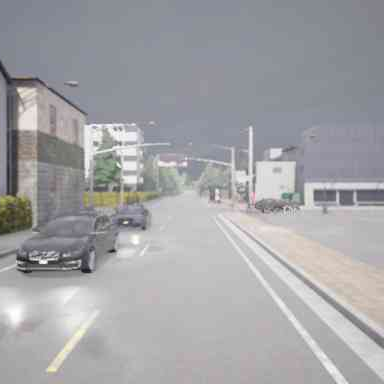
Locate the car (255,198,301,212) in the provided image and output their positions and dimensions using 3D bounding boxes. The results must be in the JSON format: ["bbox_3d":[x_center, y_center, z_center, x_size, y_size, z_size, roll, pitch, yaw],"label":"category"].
[{"bbox_3d":[9.341,1.402,35.904,4.902,1.511,2.128,0,0,-3],"label":"car"}]

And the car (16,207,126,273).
[{"bbox_3d":[-3.593,1.426,10.463,1.837,1.490,4.892,0,0,0],"label":"car"}]

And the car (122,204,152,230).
[{"bbox_3d":[-3.505,1.417,19.637,1.994,1.385,4.181,0,0,0],"label":"car"}]
